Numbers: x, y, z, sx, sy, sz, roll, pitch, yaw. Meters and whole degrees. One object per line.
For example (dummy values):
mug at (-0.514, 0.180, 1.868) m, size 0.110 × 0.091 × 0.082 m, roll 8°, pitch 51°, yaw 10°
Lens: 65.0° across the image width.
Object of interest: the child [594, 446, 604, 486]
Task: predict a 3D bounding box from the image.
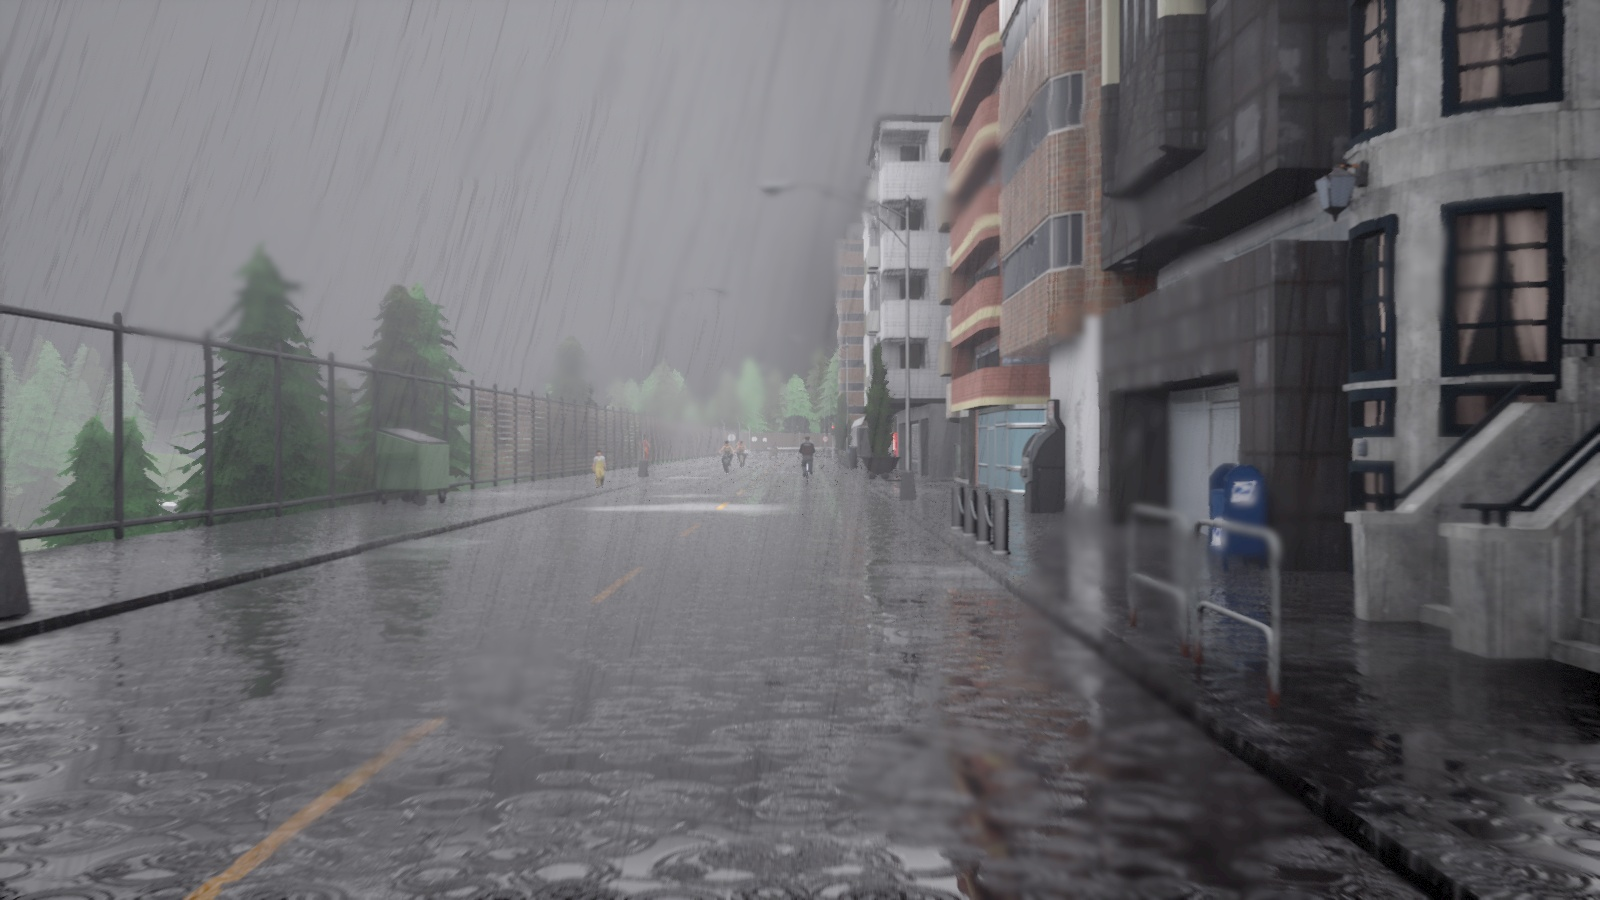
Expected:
child at (-6.351, 0.507, 39.726) m, size 0.270 × 1.263 × 0.437 m, roll 0°, pitch 0°, yaw -14°
